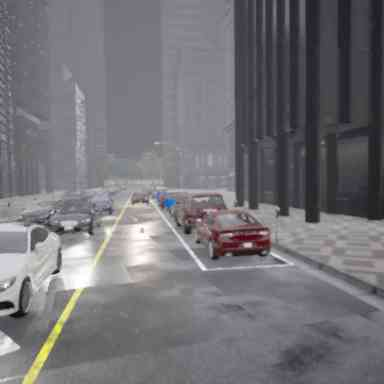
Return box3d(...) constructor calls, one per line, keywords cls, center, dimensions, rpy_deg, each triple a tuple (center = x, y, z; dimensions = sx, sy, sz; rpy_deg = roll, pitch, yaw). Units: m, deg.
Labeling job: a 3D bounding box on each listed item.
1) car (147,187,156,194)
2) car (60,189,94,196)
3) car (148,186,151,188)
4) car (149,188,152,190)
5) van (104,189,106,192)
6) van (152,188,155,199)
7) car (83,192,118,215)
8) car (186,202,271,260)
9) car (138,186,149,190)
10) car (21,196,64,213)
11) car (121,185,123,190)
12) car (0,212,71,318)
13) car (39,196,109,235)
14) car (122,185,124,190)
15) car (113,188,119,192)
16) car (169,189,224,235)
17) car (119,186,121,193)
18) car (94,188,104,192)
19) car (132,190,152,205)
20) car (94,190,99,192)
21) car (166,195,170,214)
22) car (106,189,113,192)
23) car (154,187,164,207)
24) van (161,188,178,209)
box3d(cls="car", center=(-9.362, -0.317, 76.689), dimensions=(2.008, 1.369, 4.403), rpy_deg=(-2, 2, -9))
box3d(cls="car", center=(-10.357, 0.744, 29.292), dimensions=(2.192, 1.841, 5.009), rpy_deg=(-2, 2, -9))
box3d(cls="car", center=(-7.704, -0.044, 66.420), dimensions=(1.947, 1.339, 4.313), rpy_deg=(-2, 2, -9))
box3d(cls="car", center=(-5.219, 0.351, 51.016), dimensions=(1.802, 1.307, 4.206), rpy_deg=(-2, 2, -9))
box3d(cls="van", center=(-12.690, 0.419, 43.760), dimensions=(1.690, 1.788, 3.998), rpy_deg=(-2, 2, -9))
box3d(cls="van", center=(-3.651, 0.342, 41.478), dimensions=(1.690, 1.788, 3.998), rpy_deg=(-2, 2, -9))
box3d(cls="car", center=(-7.193, 0.979, 26.571), dimensions=(1.812, 1.442, 4.674), rpy_deg=(-1, 2, -9))
box3d(cls="car", center=(1.181, 1.273, 11.351), dimensions=(1.887, 1.381, 4.507), rpy_deg=(-2, 2, -9))
box3d(cls="car", center=(-7.542, 0.359, 48.156), dimensions=(1.882, 1.535, 5.008), rpy_deg=(-1, 2, -9))
box3d(cls="car", center=(-8.794, 1.212, 19.653), dimensions=(2.008, 1.369, 4.403), rpy_deg=(-2, 2, -9))
box3d(cls="car", center=(-19.406, -0.412, 85.433), dimensions=(2.008, 1.369, 4.403), rpy_deg=(-2, 2, -9))
box3d(cls="car", center=(-4.070, 1.445, 7.199), dimensions=(1.812, 1.442, 4.674), rpy_deg=(-1, 2, -11))
box3d(cls="car", center=(-5.566, 1.189, 16.421), dimensions=(2.128, 1.511, 4.902), rpy_deg=(-1, 2, -9))
box3d(cls="car", center=(-20.262, -0.536, 90.742), dimensions=(1.947, 1.339, 4.313), rpy_deg=(-2, 2, -9))
box3d(cls="car", center=(-16.838, -0.012, 69.511), dimensions=(1.887, 1.381, 4.507), rpy_deg=(-2, 2, -9))
box3d(cls="car", center=(0.370, 0.923, 16.367), dimensions=(2.192, 1.841, 5.009), rpy_deg=(-2, 2, -9))
box3d(cls="car", center=(-17.693, -0.108, 74.819), dimensions=(1.802, 1.307, 4.206), rpy_deg=(-2, 2, -9))
box3d(cls="car", center=(-11.909, 0.635, 38.940), dimensions=(1.967, 1.590, 4.097), rpy_deg=(-2, 2, -9))
box3d(cls="car", center=(-5.775, 0.744, 37.373), dimensions=(1.895, 1.301, 4.718), rpy_deg=(-1, 2, -9))
box3d(cls="car", center=(-11.129, 0.857, 34.121), dimensions=(1.887, 1.381, 4.507), rpy_deg=(-2, 2, -9))
box3d(cls="car", center=(-0.427, 1.069, 21.397), dimensions=(1.802, 1.307, 4.206), rpy_deg=(-2, 2, -9))
box3d(cls="car", center=(-14.272, 0.278, 53.584), dimensions=(1.967, 1.590, 4.097), rpy_deg=(-2, 2, -9))
box3d(cls="car", center=(-2.043, 0.560, 31.433), dimensions=(2.192, 1.841, 5.009), rpy_deg=(-2, 2, -9))
box3d(cls="van", center=(-1.238, 0.707, 26.412), dimensions=(1.690, 1.788, 3.998), rpy_deg=(-2, 2, -9))
